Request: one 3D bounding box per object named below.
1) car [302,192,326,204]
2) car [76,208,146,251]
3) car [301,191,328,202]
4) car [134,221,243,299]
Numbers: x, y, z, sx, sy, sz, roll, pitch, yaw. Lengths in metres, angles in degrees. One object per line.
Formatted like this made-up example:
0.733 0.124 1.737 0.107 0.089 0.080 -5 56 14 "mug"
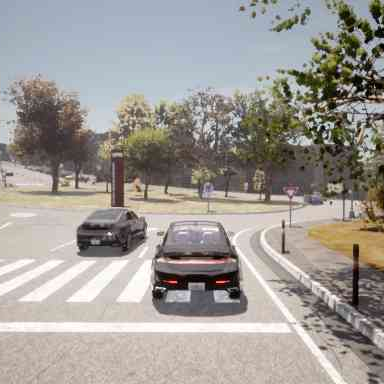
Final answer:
18.034 0.967 49.778 2.033 1.411 5.357 0 2 5 "car"
-3.138 1.437 13.765 1.837 1.490 4.892 0 1 4 "car"
20.680 0.697 56.351 1.882 1.535 5.008 0 2 -11 "car"
0.097 1.463 8.377 2.128 1.511 4.902 0 0 0 "car"
